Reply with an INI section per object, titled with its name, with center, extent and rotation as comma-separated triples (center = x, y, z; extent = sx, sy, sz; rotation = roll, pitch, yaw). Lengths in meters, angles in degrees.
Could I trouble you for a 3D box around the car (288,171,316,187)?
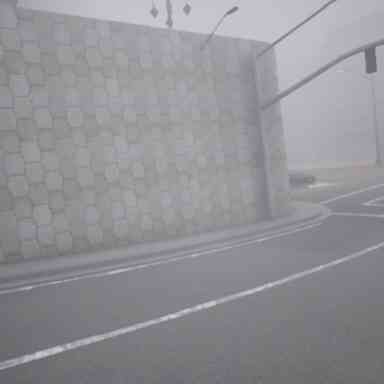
[car]
center = 9.288, -1.271, 30.831
extent = 1.994, 1.385, 4.181
rotation = -11, 6, -34
